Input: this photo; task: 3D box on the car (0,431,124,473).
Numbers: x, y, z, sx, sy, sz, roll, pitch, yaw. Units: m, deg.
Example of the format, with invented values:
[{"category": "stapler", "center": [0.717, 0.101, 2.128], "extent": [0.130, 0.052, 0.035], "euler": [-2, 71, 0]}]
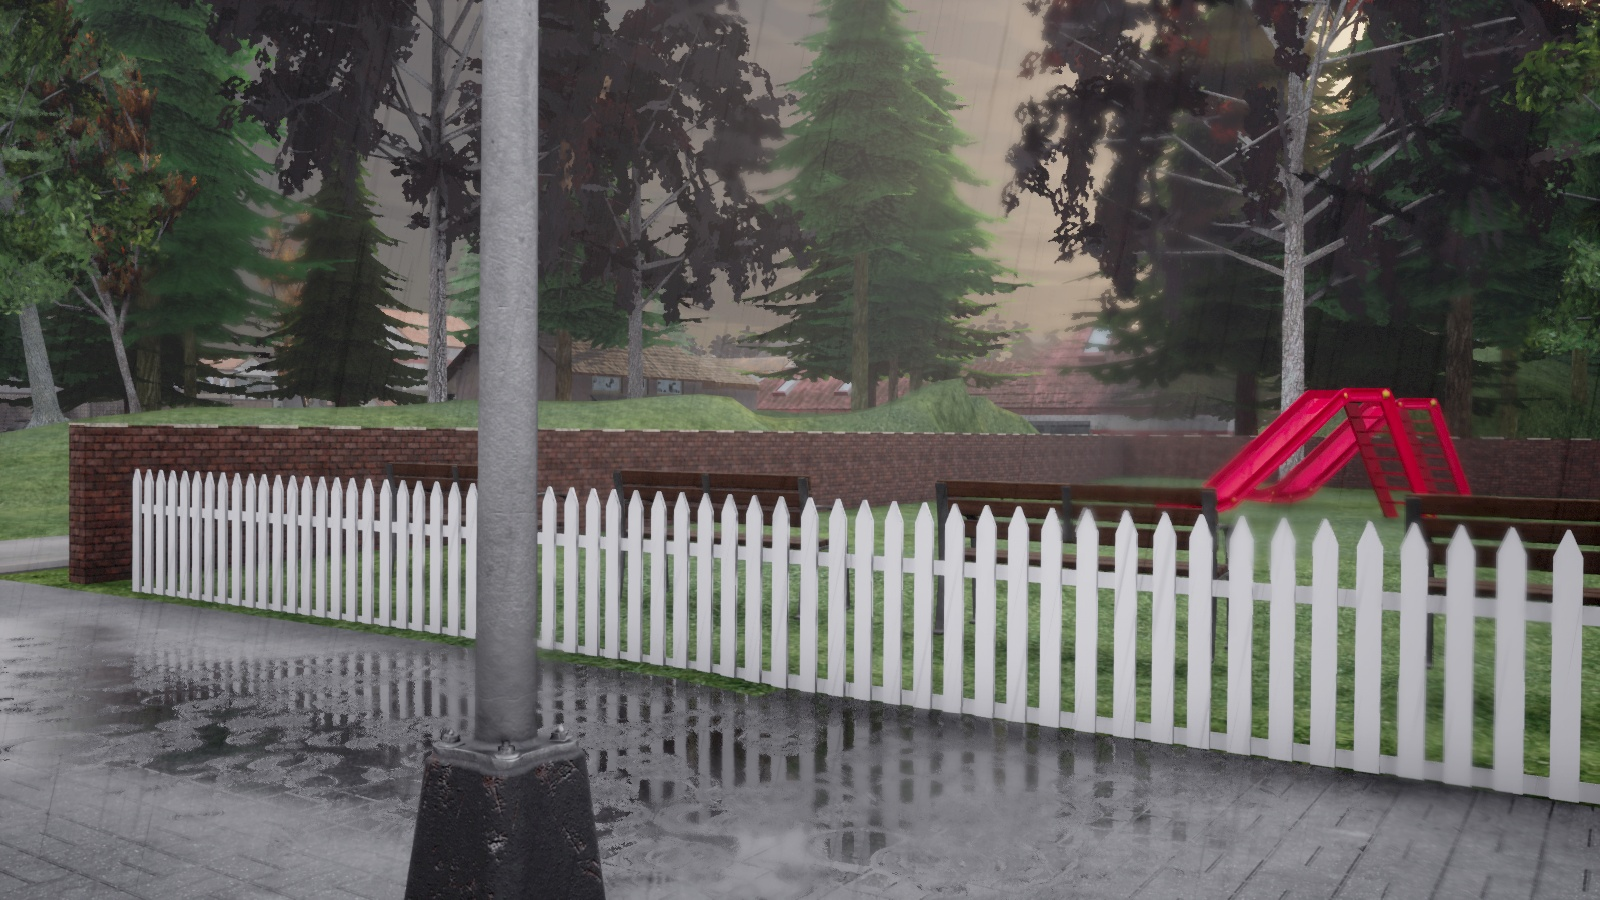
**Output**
[{"category": "car", "center": [-34.150, 0.063, 58.160], "extent": [1.932, 1.855, 4.605], "euler": [0, 1, 34]}]
